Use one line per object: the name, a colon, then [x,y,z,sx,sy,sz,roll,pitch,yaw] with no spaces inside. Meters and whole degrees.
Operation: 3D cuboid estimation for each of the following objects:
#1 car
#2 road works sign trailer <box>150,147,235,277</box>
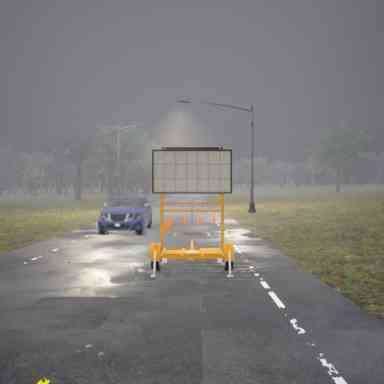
car: [-3.486,1.169,18.341,2.150,2.045,5.566,0,0,0]
road works sign trailer: [0.006,0.446,10.160,2.380,3.560,2.880,0,0,0]
